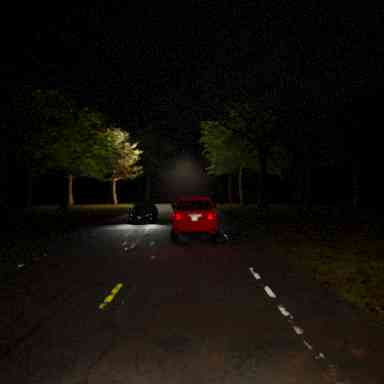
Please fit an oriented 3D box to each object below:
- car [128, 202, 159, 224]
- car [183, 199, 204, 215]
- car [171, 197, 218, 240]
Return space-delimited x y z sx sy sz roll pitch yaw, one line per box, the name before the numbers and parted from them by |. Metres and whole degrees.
car | -3.607 1.533 25.223 1.837 1.490 4.892 0 0 0
car | 0.093 1.536 36.111 2.128 1.511 4.902 0 0 0
car | 0.099 1.242 17.129 2.150 2.045 5.566 0 0 0
